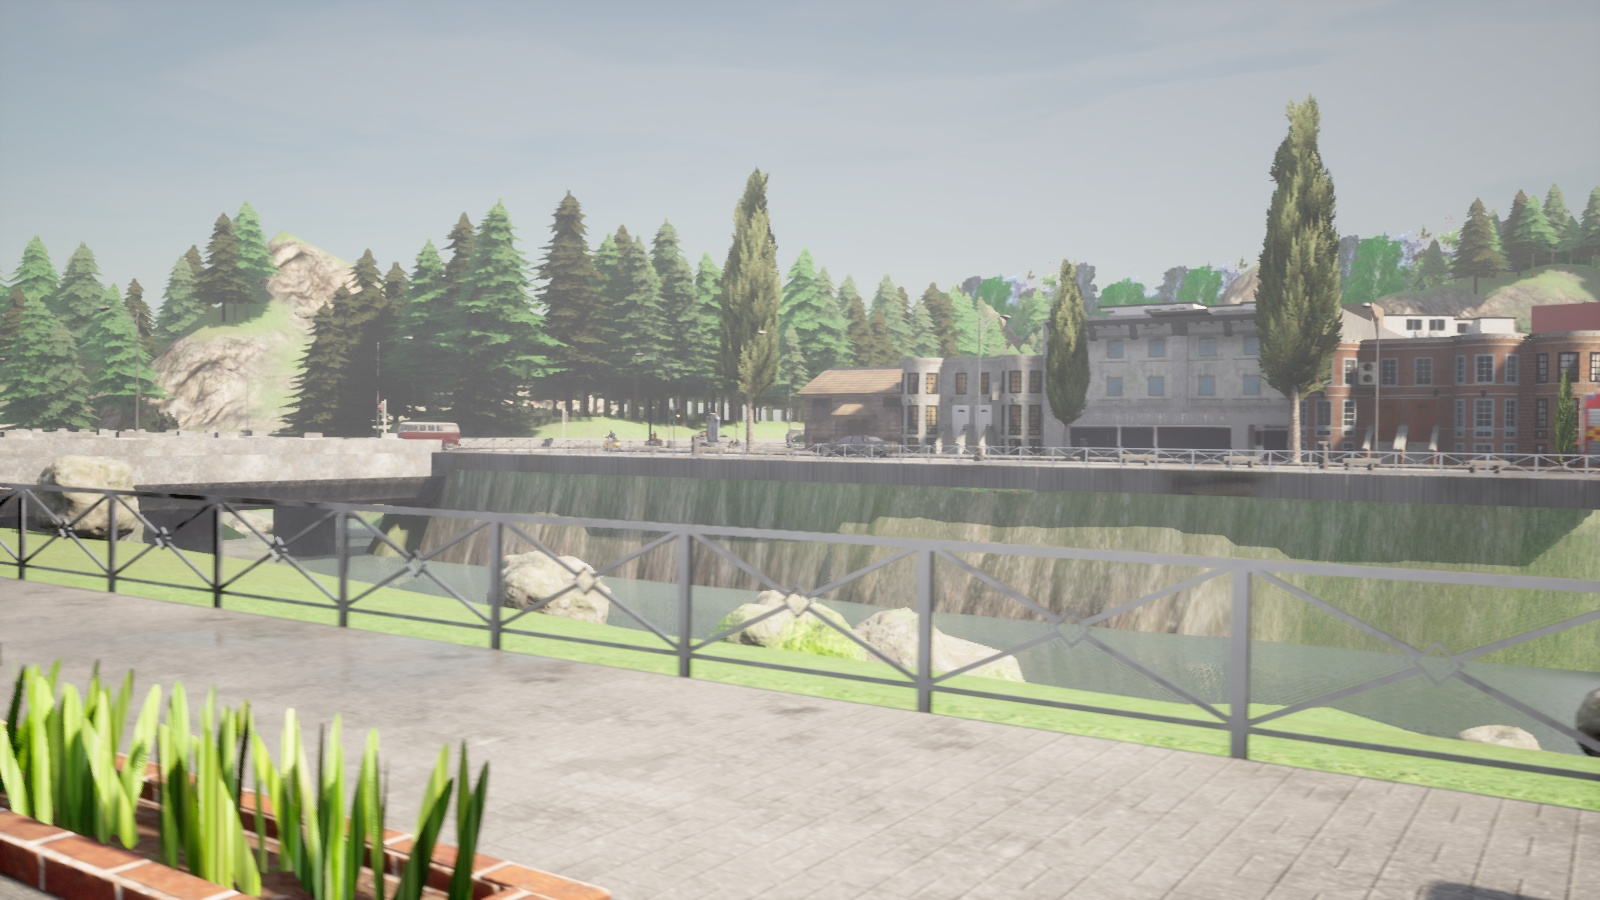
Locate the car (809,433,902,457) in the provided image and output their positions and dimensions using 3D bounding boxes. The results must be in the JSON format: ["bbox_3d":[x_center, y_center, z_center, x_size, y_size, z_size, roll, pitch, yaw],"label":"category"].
[{"bbox_3d":[3.350,-0.289,76.008,5.357,1.411,2.033,0,1,34],"label":"car"}]

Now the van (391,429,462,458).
[{"bbox_3d":[-25.889,-0.470,87.109,4.442,1.987,1.775,-1,1,-28],"label":"van"}]

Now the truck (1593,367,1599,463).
[{"bbox_3d":[36.209,-1.435,49.368,8.468,3.827,2.891,0,1,34],"label":"truck"}]
